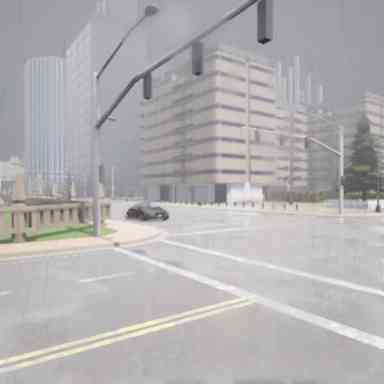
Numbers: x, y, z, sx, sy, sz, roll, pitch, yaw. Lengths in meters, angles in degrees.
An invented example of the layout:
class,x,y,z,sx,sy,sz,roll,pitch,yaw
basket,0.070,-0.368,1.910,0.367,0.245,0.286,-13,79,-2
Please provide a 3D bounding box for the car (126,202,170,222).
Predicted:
class,x,y,z,sx,sy,sz,roll,pitch,yaw
car,-3.445,1.503,25.581,1.994,1.385,4.181,0,0,-35

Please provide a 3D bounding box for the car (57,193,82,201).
class,x,y,z,sx,sy,sz,roll,pitch,yaw
car,-16.106,1.160,43.445,2.150,2.045,5.566,0,0,-35
